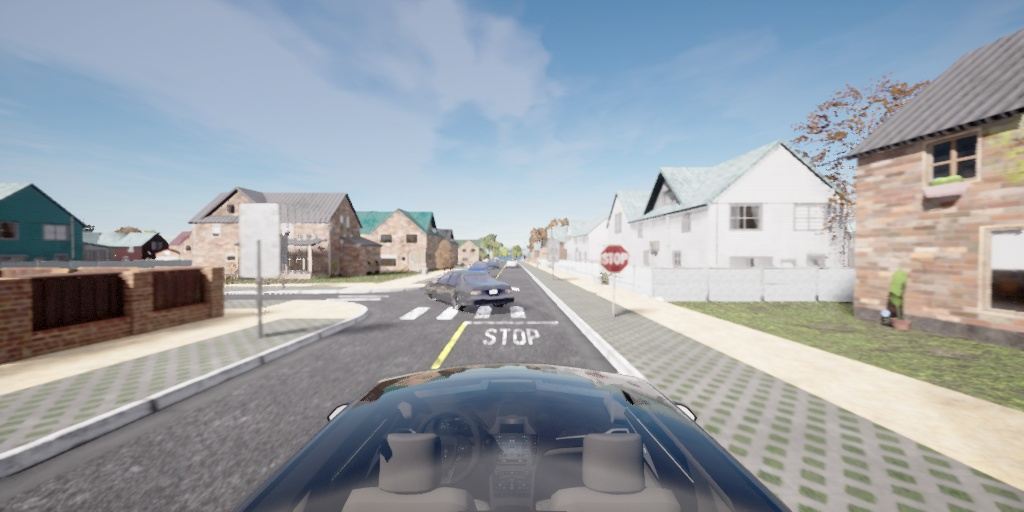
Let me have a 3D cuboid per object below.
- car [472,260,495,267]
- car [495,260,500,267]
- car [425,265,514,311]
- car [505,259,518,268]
[{"bbox_3d":[-2.851,1.234,32.494,1.812,1.442,4.674,0,0,0],"label":"car"},{"bbox_3d":[-2.813,1.267,54.157,2.033,1.411,5.357,0,0,0],"label":"car"},{"bbox_3d":[-1.905,1.279,14.498,2.033,1.411,5.357,0,0,-30],"label":"car"},{"bbox_3d":[-0.013,1.254,58.996,1.812,1.442,4.674,0,0,0],"label":"car"}]
